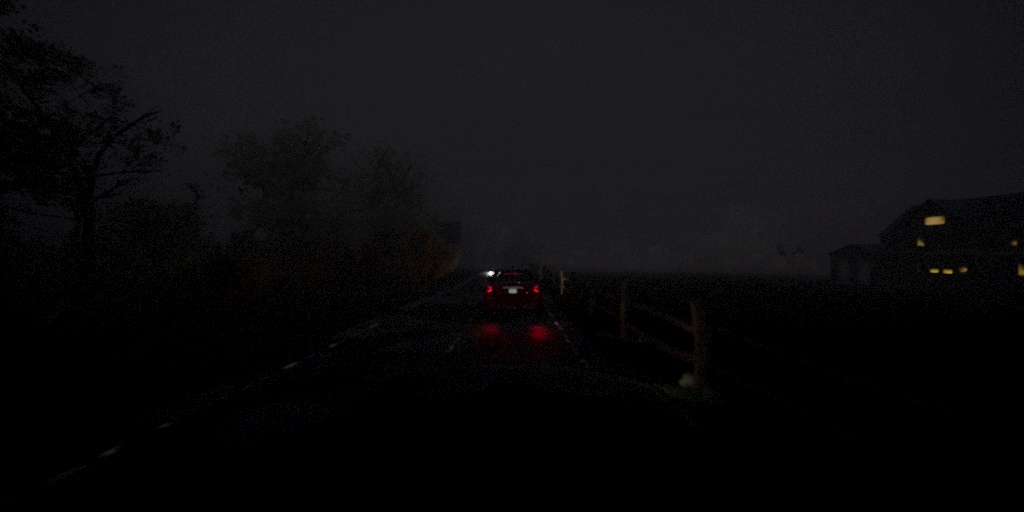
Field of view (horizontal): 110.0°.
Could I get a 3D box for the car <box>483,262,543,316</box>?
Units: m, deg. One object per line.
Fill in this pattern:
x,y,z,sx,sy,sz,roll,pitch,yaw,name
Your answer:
0.048,1.218,14.154,2.097,1.767,4.553,0,-1,1,car

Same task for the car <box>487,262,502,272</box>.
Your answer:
-2.774,1.765,58.067,2.128,1.511,4.902,0,-1,1,car
